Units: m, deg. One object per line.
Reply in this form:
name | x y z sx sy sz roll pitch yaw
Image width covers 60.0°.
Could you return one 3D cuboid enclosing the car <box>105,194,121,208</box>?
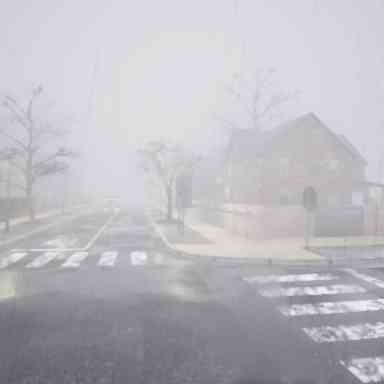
car | -12.481 1.372 52.560 2.150 2.045 5.566 1 0 -10
